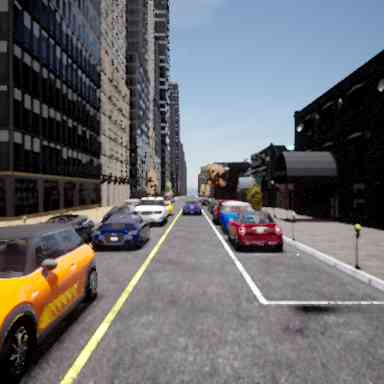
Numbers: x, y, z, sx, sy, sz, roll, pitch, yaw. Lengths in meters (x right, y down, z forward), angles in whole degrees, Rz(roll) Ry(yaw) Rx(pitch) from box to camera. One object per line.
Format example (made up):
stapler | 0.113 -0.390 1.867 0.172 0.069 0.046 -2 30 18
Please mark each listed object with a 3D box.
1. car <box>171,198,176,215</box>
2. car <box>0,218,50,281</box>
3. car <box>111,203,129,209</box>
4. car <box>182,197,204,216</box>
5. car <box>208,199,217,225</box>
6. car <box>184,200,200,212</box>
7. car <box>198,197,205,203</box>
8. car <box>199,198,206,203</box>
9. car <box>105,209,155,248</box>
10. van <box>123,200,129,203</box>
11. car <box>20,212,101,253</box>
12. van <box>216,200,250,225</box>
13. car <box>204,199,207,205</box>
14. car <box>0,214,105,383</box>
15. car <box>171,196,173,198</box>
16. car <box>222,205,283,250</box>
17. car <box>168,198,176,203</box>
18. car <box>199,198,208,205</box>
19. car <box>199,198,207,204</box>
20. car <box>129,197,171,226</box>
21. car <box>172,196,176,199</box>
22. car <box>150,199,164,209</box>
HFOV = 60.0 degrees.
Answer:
car | -3.047 1.777 36.044 1.882 1.535 5.008 0 0 1
car | -5.839 1.602 9.179 1.752 1.417 4.829 -1 0 0
car | -5.667 1.784 26.280 1.947 1.339 4.313 -1 0 0
car | 0.001 1.663 37.467 2.097 1.767 4.553 0 0 0
car | 2.676 1.533 26.227 2.192 1.841 5.009 -1 0 0
car | 0.009 1.884 47.100 2.128 1.511 4.902 0 0 0
car | 2.680 2.225 93.952 1.967 1.590 4.097 -1 0 0
car | 2.682 2.264 88.478 1.752 1.417 4.829 -1 0 0
car | -3.088 1.691 15.227 1.994 1.385 4.181 0 0 0
van | -5.670 1.606 31.926 1.690 1.788 3.998 -1 0 0
car | -5.667 1.691 14.992 1.947 1.339 4.313 -1 0 0
van | 2.676 1.512 20.583 1.690 1.788 3.998 -1 0 0
car | 3.148 1.901 47.845 1.837 1.490 4.892 0 0 0
car | -3.097 1.398 5.384 2.097 1.767 4.553 0 0 0
car | -5.665 2.161 71.431 1.947 1.339 4.313 -1 0 0
car | 2.678 1.565 14.938 1.967 1.590 4.097 -1 0 0
car | -5.665 2.352 94.007 1.947 1.339 4.313 -1 0 0
car | 2.682 2.187 77.020 1.887 1.381 4.507 -1 0 0
car | 2.682 2.272 82.664 1.802 1.307 4.206 -1 0 0
car | -3.085 1.435 25.658 2.150 2.045 5.566 0 0 0
car | -5.667 2.130 82.720 1.967 1.590 4.097 -1 0 0
car | -5.667 1.977 54.330 1.752 1.417 4.829 -1 0 0
